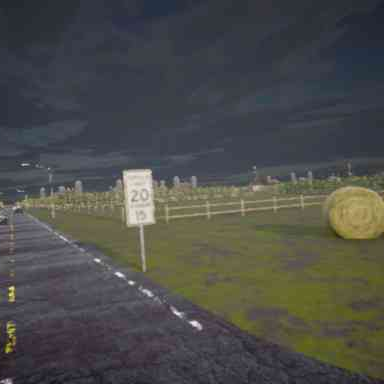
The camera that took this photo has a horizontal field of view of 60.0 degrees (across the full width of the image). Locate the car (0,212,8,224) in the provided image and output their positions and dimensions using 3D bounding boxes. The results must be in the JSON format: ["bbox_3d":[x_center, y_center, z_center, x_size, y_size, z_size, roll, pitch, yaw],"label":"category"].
[{"bbox_3d":[-22.646,3.125,38.858,1.994,1.385,4.181,-4,0,-28],"label":"car"}]

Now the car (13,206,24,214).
[{"bbox_3d":[-39.080,4.147,74.956,1.837,1.490,4.892,-4,0,-28],"label":"car"}]

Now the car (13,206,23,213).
[{"bbox_3d":[-44.050,4.336,84.116,1.882,1.535,5.008,-4,0,-28],"label":"car"}]
